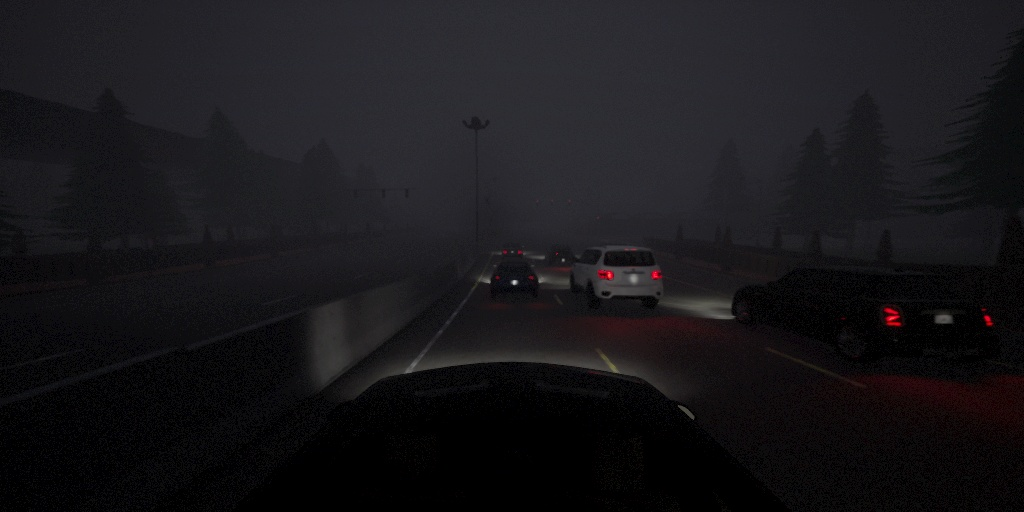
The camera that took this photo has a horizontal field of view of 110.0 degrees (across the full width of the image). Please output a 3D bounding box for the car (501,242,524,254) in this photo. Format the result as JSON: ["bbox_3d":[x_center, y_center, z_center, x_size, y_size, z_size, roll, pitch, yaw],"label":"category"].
[{"bbox_3d":[0.021,-0.520,30.487,2.033,1.411,5.357,0,6,0],"label":"car"}]

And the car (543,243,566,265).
[{"bbox_3d":[3.537,-0.210,27.181,1.837,1.490,4.892,0,6,0],"label":"car"}]

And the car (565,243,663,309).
[{"bbox_3d":[3.600,0.634,13.362,2.150,2.045,5.566,0,2,-1],"label":"car"}]

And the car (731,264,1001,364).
[{"bbox_3d":[7.101,0.990,8.021,2.097,1.767,4.553,0,2,0],"label":"car"}]

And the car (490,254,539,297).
[{"bbox_3d":[0.089,0.850,15.688,1.994,1.385,4.181,0,4,0],"label":"car"}]
